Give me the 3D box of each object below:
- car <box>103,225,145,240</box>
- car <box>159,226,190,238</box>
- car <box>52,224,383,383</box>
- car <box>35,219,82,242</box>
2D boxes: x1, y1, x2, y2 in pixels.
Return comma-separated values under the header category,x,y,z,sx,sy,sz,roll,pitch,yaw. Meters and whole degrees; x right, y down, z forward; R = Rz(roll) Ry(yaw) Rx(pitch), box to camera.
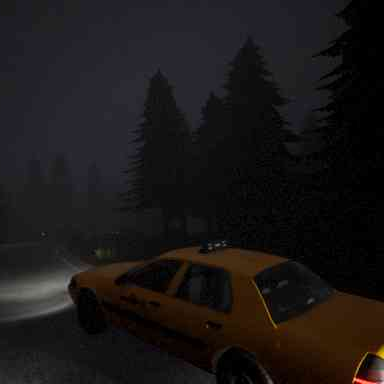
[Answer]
category,x,y,z,sx,sy,sz,roll,pitch,yaw
car,-7.450,4.511,36.983,2.033,1.411,5.357,-4,-8,20
car,-2.326,5.544,46.289,1.882,1.535,5.008,-5,-8,30
car,0.111,1.441,4.761,5.366,1.575,1.801,0,1,43
car,-12.290,3.623,31.452,2.150,2.045,5.566,-4,-7,12
